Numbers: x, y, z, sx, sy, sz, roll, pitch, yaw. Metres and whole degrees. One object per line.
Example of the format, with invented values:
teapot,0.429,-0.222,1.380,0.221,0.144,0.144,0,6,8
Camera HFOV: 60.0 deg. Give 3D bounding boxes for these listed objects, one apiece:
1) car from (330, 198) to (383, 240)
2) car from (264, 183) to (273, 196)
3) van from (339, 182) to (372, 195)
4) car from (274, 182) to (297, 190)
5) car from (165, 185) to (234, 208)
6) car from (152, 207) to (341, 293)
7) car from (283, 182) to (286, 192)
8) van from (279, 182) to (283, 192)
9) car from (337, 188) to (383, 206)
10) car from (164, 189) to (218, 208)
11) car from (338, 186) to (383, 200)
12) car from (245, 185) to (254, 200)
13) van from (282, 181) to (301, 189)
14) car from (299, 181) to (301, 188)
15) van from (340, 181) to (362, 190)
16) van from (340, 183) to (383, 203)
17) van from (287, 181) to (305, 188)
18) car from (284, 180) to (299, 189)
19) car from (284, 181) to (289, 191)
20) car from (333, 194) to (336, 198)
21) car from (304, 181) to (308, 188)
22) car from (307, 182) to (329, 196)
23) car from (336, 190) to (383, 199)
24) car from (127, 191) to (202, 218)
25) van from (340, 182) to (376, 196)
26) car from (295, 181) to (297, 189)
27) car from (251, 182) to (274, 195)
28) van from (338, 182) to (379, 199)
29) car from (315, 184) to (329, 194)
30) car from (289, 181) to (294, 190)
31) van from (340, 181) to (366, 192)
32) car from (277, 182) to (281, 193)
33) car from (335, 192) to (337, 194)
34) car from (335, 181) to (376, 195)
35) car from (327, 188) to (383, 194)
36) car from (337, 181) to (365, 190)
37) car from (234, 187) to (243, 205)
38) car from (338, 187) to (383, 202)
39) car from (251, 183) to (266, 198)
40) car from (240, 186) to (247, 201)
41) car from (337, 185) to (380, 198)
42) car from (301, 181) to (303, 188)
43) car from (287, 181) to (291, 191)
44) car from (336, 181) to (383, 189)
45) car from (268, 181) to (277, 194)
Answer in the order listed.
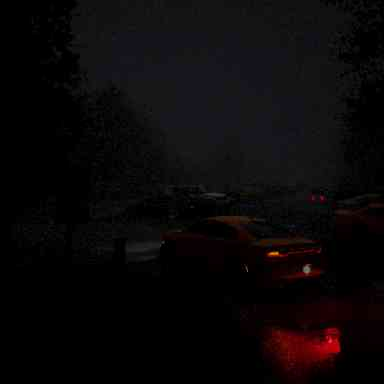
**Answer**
car,8.804,1.265,14.463,5.008,1.535,2.097,1,3,24
car,7.111,-0.035,42.379,5.366,1.575,1.946,1,3,24
van,24.388,-0.560,49.786,4.442,1.987,1.878,1,2,24
car,20.431,-1.363,72.878,4.553,1.767,2.185,1,2,24
car,0.207,0.441,27.227,5.566,2.045,2.435,1,3,24
car,0.954,1.351,8.625,1.882,1.535,5.008,2,-1,-32
car,12.545,-0.519,55.136,4.792,1.488,2.163,1,2,24
van,11.552,-0.673,52.532,4.442,1.987,1.878,1,2,24
car,16.602,0.445,32.062,4.792,1.488,2.163,1,3,24
car,-0.940,0.814,24.714,5.008,1.535,2.097,1,3,24
car,20.025,0.099,39.620,4.792,1.488,2.163,1,3,24
car,3.393,0.318,34.929,5.366,1.575,1.946,1,3,24
van,24.860,-1.858,83.051,4.442,1.987,1.878,1,2,24
car,21.557,-1.461,75.414,4.553,1.767,2.185,1,2,24
van,35.895,-1.542,75.104,4.442,1.987,1.878,1,2,24
van,17.908,0.067,34.633,4.442,1.987,1.878,1,3,24
van,28.233,-2.078,90.644,4.442,1.987,1.878,1,2,24
car,19.163,-1.144,70.410,5.366,1.575,1.946,1,2,24
car,13.672,-0.617,57.672,4.792,1.488,2.163,1,2,24
car,10.980,1.056,19.419,4.792,1.488,2.163,1,3,24
car,26.119,-1.979,85.526,5.566,2.045,2.435,1,2,24
car,18.122,-0.239,47.572,2.128,1.511,4.902,1,2,24
car,9.961,1.019,16.972,4.553,1.767,2.185,1,3,24
car,-2.098,0.965,22.195,4.792,1.488,2.163,1,3,24
van,23.476,-0.458,47.161,4.442,1.987,1.878,1,2,24
car,18.200,-1.039,67.802,4.892,1.521,2.231,1,2,24
car,8.059,-0.145,44.984,4.892,1.521,2.231,1,3,24
van,21.016,-0.262,42.178,4.442,1.987,1.878,1,3,24
car,22.302,-0.618,56.975,1.882,1.535,5.008,1,2,24
car,15.783,-0.849,62.805,5.366,1.575,1.946,1,2,24
van,31.398,-1.150,64.985,4.442,1.987,1.878,1,2,24
car,10.345,-0.321,50.041,4.792,1.488,2.163,1,2,24
car,12.129,0.945,21.938,4.674,1.452,2.002,1,3,24
car,25.593,-0.682,52.278,5.566,2.045,2.435,1,2,24
car,13.086,0.776,24.539,5.366,1.575,1.946,1,3,24
car,34.638,-1.472,72.632,5.566,2.045,2.435,1,2,24
car,1.478,0.569,29.710,5.366,1.575,1.946,1,3,24
car,18.953,0.204,37.210,4.792,1.488,2.163,1,3,24
car,5.695,0.070,40.108,5.366,1.575,1.946,1,3,24
car,2.442,0.447,32.317,4.892,1.521,2.231,1,3,24
car,22.250,-0.136,44.685,5.008,1.535,2.097,1,2,24
car,22.708,-1.434,77.944,5.008,1.535,2.097,1,2,24
car,14.799,-0.716,60.207,4.792,1.488,2.163,1,2,24
car,15.529,0.287,29.497,5.566,2.045,2.435,1,3,24
car,9.221,-0.375,47.502,4.553,1.767,2.185,1,3,24
